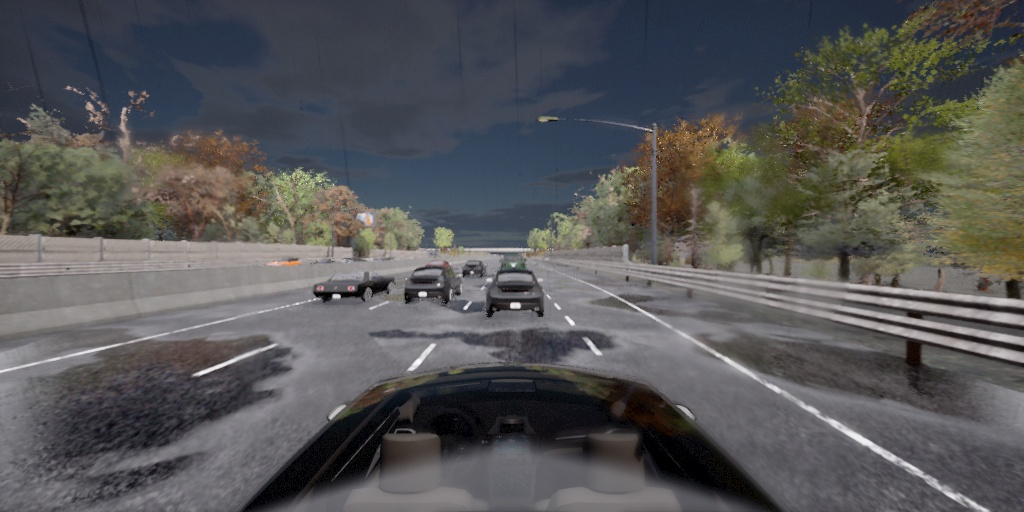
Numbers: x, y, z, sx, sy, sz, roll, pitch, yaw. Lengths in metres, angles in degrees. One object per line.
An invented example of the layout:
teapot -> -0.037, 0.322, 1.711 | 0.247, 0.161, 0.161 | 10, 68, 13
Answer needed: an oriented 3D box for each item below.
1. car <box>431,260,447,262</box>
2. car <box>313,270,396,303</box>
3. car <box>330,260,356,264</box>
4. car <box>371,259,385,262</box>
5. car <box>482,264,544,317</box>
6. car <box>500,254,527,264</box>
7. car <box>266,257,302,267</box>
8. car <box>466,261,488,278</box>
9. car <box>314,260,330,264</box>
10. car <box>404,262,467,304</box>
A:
car -> -6.887, 1.118, 34.140 | 1.882, 1.535, 5.008 | 0, 0, 0
car -> -6.893, 1.297, 16.314 | 1.895, 1.301, 4.718 | 0, 0, 0
car -> -21.055, 1.172, 46.141 | 1.994, 1.385, 4.181 | 0, 0, 0
car -> -17.550, 1.154, 46.800 | 2.033, 1.411, 5.357 | 0, 0, 0
car -> 0.105, 1.212, 12.997 | 1.837, 1.490, 4.892 | 0, 0, 0
car -> 0.109, 0.868, 31.964 | 2.150, 2.045, 5.566 | 0, 0, 0
car -> -28.049, 0.965, 44.298 | 2.097, 1.767, 4.553 | 0, 0, 0
car -> -3.387, 1.149, 32.847 | 1.837, 1.490, 4.892 | 0, 0, 0
car -> -24.545, 1.170, 47.051 | 1.994, 1.385, 4.181 | 0, 0, 0
car -> -3.394, 1.202, 16.062 | 1.837, 1.490, 4.892 | 0, 0, 0
